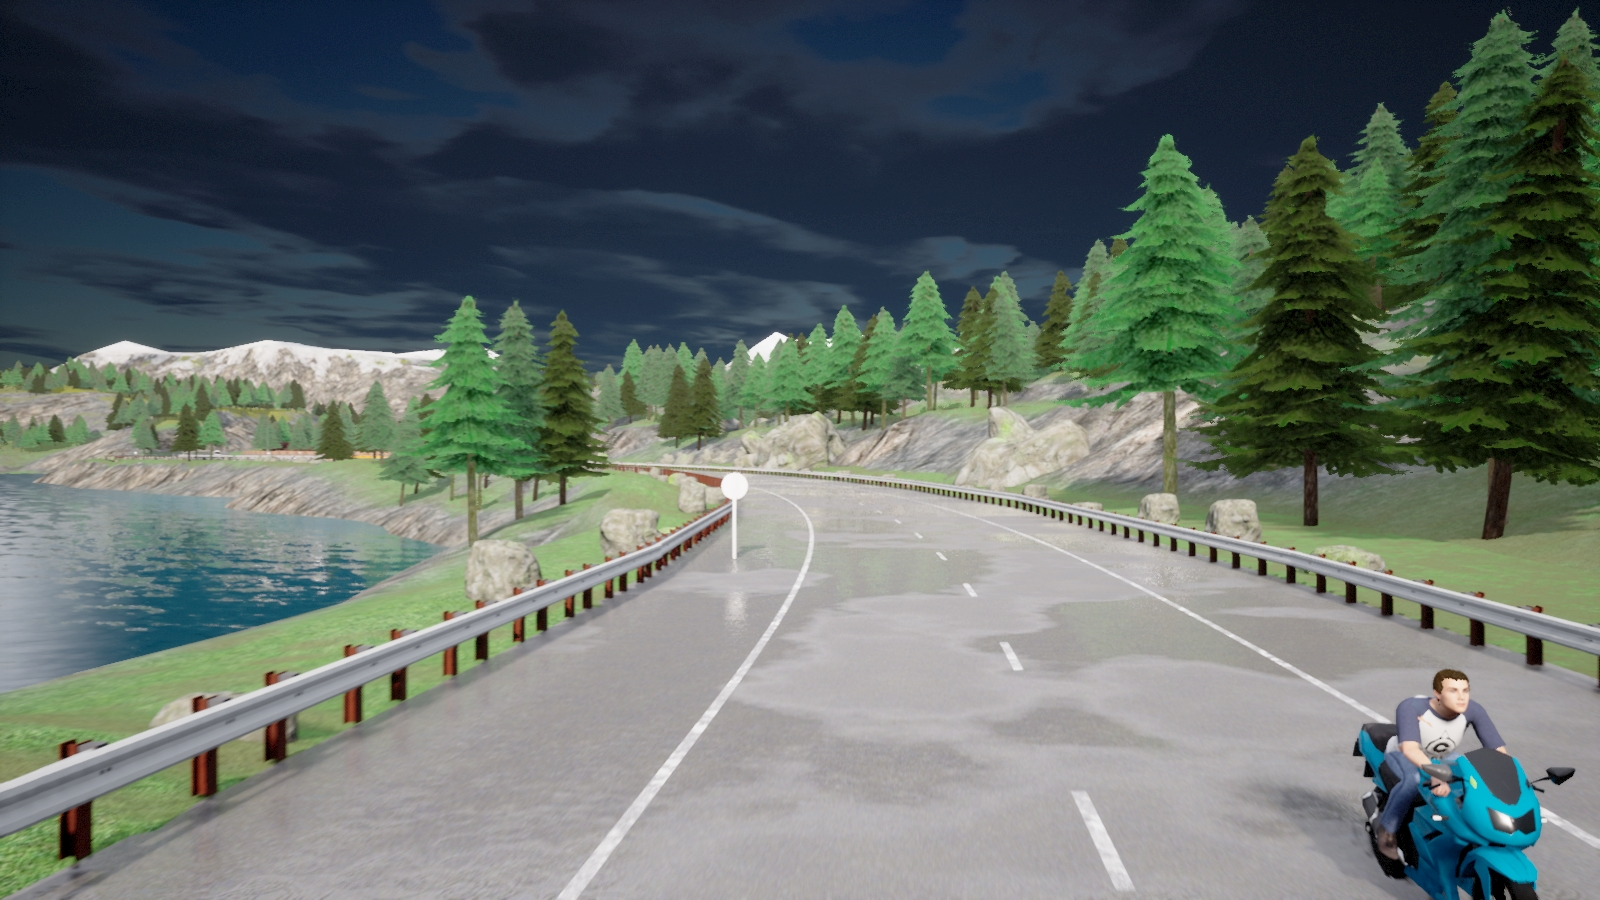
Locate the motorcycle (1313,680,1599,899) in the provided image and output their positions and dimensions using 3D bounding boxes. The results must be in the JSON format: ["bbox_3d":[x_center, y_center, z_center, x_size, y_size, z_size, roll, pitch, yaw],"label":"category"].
[{"bbox_3d":[3.822,2.178,6.757,0.803,1.217,2.033,0,0,5],"label":"motorcycle"}]
